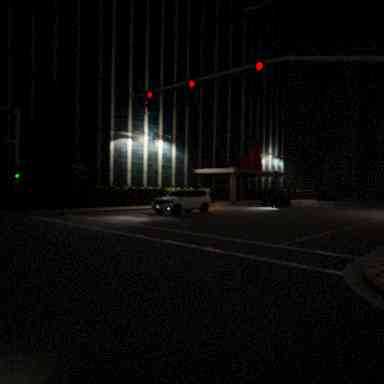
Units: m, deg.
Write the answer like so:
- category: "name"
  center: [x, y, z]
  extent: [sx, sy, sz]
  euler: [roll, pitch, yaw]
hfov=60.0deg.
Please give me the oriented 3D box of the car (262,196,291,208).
- category: "car"
  center: [9.986, 1.113, 39.090]
  extent: [1.994, 1.385, 4.181]
  euler: [2, 1, 42]

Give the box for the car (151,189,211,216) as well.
- category: "car"
  center: [-0.735, 0.761, 27.008]
  extent: [2.150, 2.045, 5.566]
  euler: [2, 1, 42]

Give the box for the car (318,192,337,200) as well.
- category: "car"
  center: [20.938, 0.806, 51.276]
  extent: [1.812, 1.442, 4.674]
  euler: [2, 1, 42]
